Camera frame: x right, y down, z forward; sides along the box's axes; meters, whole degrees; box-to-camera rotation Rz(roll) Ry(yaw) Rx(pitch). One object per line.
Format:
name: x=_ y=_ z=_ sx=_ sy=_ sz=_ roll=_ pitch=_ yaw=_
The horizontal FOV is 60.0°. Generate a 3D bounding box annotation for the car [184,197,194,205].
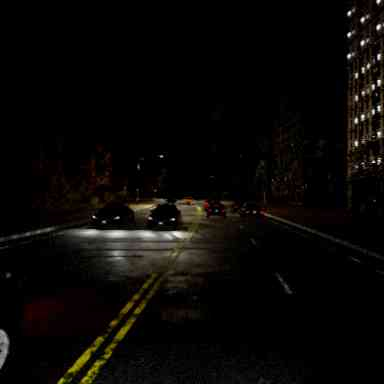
car: x=-0.659 y=1.691 z=63.015 sx=1.882 sy=1.535 sz=5.008 roll=2 pitch=0 yaw=-1

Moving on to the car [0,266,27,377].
car: x=-3.263 y=1.427 z=2.475 sx=1.837 sy=1.490 sz=4.892 roll=1 pitch=1 yaw=6

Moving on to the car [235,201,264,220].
car: x=5.561 y=1.810 z=31.504 sx=2.033 sy=1.411 sz=5.357 roll=2 pitch=0 yaw=2

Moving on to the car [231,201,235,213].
car: x=5.914 y=1.868 z=42.396 sx=2.033 sy=1.411 sz=5.357 roll=2 pitch=0 yaw=1

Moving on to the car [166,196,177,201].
car: x=-3.906 y=1.617 z=62.902 sx=1.837 sy=1.490 sz=4.892 roll=2 pitch=0 yaw=0

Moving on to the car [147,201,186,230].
car: x=-1.667 y=1.550 z=21.654 sx=1.812 sy=1.442 sz=4.674 roll=2 pitch=0 yaw=4

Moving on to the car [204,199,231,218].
car: x=2.317 y=1.721 z=32.191 sx=2.033 sy=1.411 sz=5.357 roll=2 pitch=0 yaw=3

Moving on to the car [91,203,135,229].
car: x=-4.931 y=1.460 z=21.536 sx=1.812 sy=1.442 sz=4.674 roll=2 pitch=0 yaw=4
